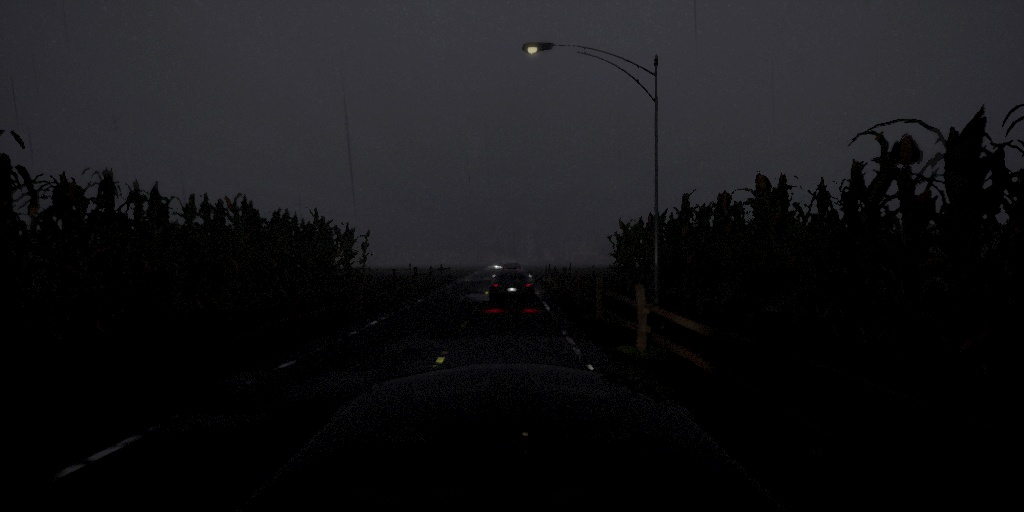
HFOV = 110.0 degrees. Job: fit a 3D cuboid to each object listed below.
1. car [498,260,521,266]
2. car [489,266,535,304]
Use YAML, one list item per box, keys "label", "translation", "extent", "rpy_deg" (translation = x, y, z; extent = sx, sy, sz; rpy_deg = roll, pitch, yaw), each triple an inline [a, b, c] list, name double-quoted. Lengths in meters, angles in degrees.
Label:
- label: "car"
  translation: [0.000, 1.256, 31.501]
  extent: [1.882, 1.535, 5.008]
  rpy_deg: [0, 0, 0]
- label: "car"
  translation: [0.000, 1.327, 16.500]
  extent: [1.994, 1.385, 4.181]
  rpy_deg: [0, 0, 0]
